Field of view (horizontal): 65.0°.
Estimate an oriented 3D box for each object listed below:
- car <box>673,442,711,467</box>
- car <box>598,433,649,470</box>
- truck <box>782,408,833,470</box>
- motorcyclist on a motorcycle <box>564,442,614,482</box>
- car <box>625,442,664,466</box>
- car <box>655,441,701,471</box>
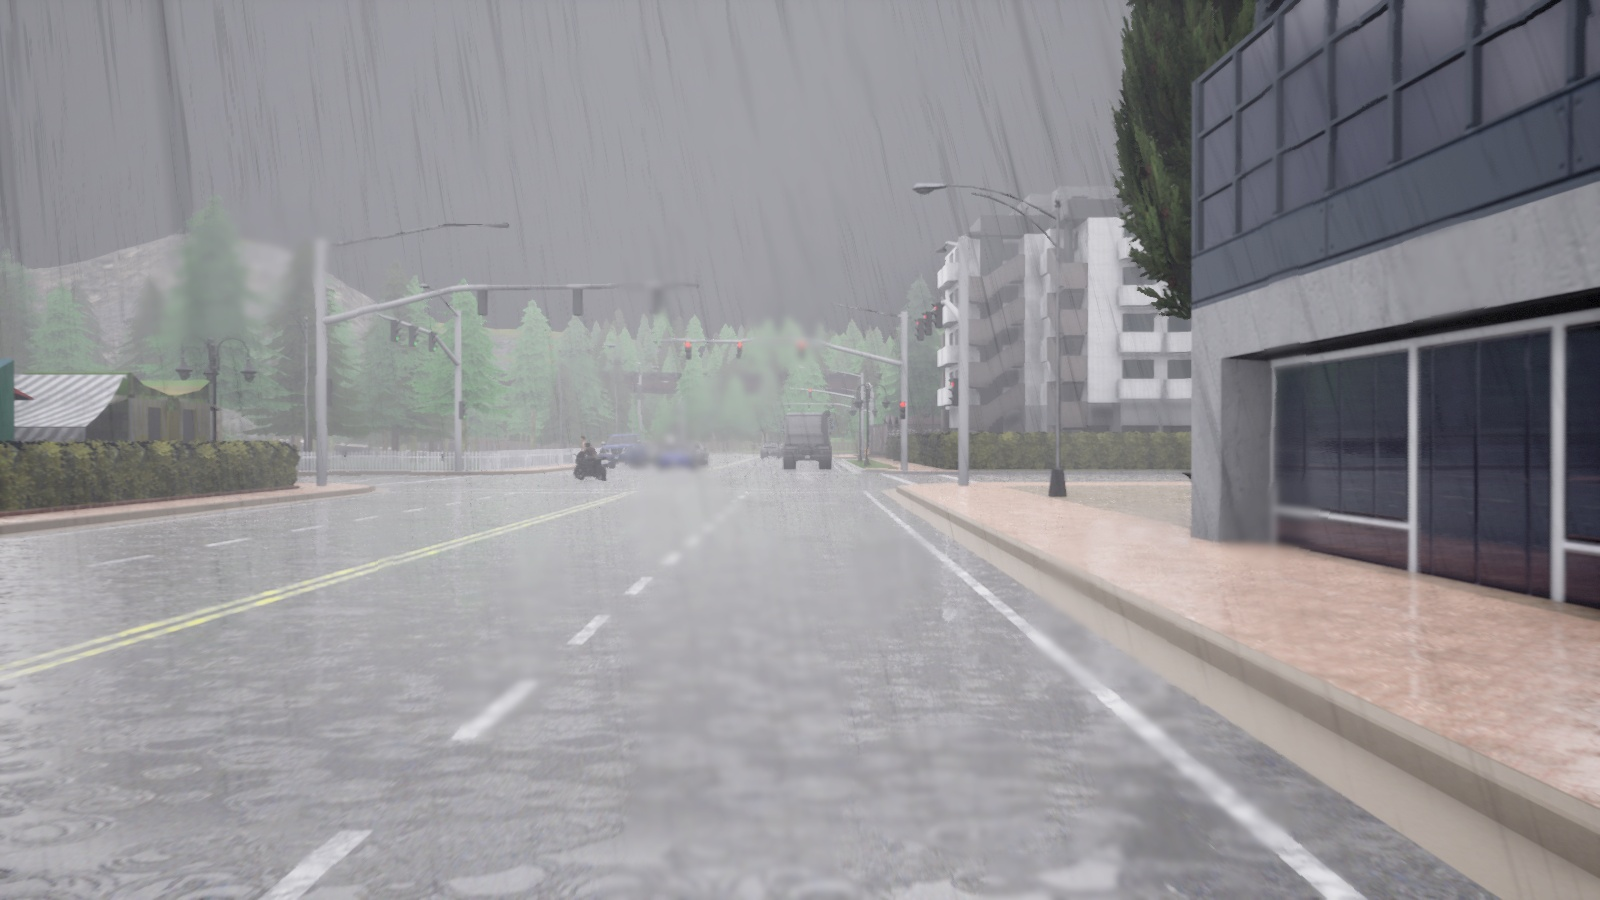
[{"bbox_3d":[-6.549,0.275,76.618,1.970,1.475,3.806,0,0,1],"label":"car"},{"bbox_3d":[-10.077,0.051,72.027,2.150,2.045,5.566,0,0,0],"label":"car"},{"bbox_3d":[0.439,-0.655,74.476,2.891,3.462,7.936,0,0,0],"label":"truck"},{"bbox_3d":[-8.173,0.448,48.600,2.044,1.523,0.797,0,2,44],"label":"motorcyclist on a motorcycle"},{"bbox_3d":[-10.024,0.246,81.153,1.970,1.475,3.806,0,0,0],"label":"car"},{"bbox_3d":[-6.597,0.303,68.239,2.007,1.525,4.514,0,0,0],"label":"car"}]
